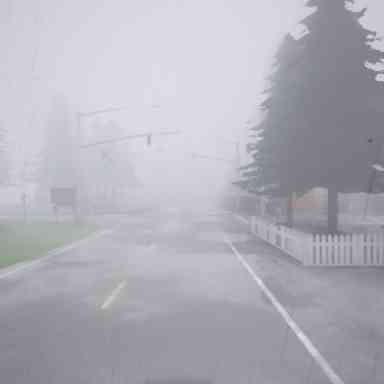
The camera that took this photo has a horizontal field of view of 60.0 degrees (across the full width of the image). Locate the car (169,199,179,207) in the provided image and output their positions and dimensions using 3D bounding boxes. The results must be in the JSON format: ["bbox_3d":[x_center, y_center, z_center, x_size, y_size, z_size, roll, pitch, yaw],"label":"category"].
[{"bbox_3d":[-3.539,2.108,65.372,2.128,1.511,4.902,0,0,0],"label":"car"}]

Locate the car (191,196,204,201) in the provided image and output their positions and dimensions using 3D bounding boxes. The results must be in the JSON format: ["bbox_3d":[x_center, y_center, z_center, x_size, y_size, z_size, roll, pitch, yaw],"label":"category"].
[{"bbox_3d":[1.066,1.702,80.071,4.553,1.767,2.097,0,-1,-38],"label":"car"}]

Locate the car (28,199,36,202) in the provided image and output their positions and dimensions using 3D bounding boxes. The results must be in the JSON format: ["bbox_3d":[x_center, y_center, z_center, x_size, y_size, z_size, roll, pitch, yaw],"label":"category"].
[{"bbox_3d":[-33.779,2.154,72.329,1.882,1.535,5.008,0,-1,0],"label":"car"}]

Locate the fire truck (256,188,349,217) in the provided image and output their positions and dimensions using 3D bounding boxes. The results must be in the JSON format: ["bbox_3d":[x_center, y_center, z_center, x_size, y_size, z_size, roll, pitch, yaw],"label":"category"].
[{"bbox_3d":[10.742,0.451,32.848,8.468,3.827,2.891,0,-1,0],"label":"fire truck"}]
